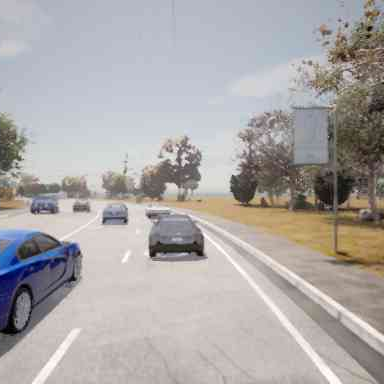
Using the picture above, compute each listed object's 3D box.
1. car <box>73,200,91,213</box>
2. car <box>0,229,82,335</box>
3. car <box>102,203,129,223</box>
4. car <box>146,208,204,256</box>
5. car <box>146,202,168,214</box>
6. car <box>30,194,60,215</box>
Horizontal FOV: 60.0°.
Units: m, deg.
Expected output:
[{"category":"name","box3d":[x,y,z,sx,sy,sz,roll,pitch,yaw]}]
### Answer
[{"category":"car","box3d":[-12.399,1.592,37.639,1.895,1.301,4.718,0,0,-15]},{"category":"car","box3d":[-3.704,1.481,6.683,1.882,1.535,5.008,0,0,-3]},{"category":"car","box3d":[-5.869,1.541,25.664,2.033,1.411,5.357,0,0,-10]},{"category":"car","box3d":[-0.676,1.558,13.121,1.994,1.385,4.181,0,0,-5]},{"category":"car","box3d":[-3.133,1.589,29.806,1.895,1.301,4.718,0,0,-11]},{"category":"car","box3d":[-15.241,1.216,34.730,2.150,2.045,5.566,0,0,-15]}]
